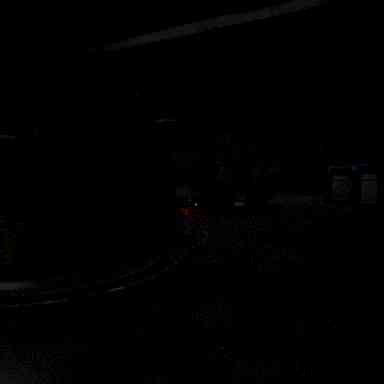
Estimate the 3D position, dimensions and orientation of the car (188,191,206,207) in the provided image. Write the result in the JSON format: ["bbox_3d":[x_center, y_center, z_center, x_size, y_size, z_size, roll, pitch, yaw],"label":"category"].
[{"bbox_3d":[1.661,0.827,32.648,1.895,1.301,4.718,2,2,36],"label":"car"}]

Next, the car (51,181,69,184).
[{"bbox_3d":[-26.759,-1.255,65.454,3.866,1.878,1.905,2,2,35],"label":"car"}]

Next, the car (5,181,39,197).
[{"bbox_3d":[-21.750,-0.462,42.425,4.605,1.855,1.932,2,2,35],"label":"car"}]

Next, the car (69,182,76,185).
[{"bbox_3d":[-25.420,-1.282,68.066,4.605,1.855,1.932,2,2,35],"label":"car"}]

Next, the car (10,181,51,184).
[{"bbox_3d":[-17.219,-0.177,35.207,3.866,1.878,1.905,2,2,35],"label":"car"}]
